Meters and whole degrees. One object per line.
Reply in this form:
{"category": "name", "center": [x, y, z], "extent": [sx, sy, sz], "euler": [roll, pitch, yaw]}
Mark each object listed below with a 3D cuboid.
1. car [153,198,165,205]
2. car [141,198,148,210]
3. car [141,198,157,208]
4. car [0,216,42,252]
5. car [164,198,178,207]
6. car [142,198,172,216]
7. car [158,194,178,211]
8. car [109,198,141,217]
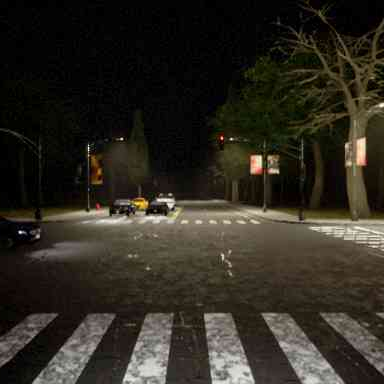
{"category": "car", "center": [-6.480, 1.797, 66.036], "extent": [1.895, 1.301, 4.718], "euler": [0, 0, 0]}
{"category": "car", "center": [-6.569, 1.512, 41.330], "extent": [1.882, 1.535, 5.008], "euler": [0, 0, 0]}
{"category": "car", "center": [-6.569, 1.650, 51.376], "extent": [1.994, 1.385, 4.181], "euler": [0, 0, -1]}
{"category": "car", "center": [-8.440, 1.494, 13.177], "extent": [4.674, 1.442, 1.812], "euler": [0, 0, 0]}
{"category": "car", "center": [-3.313, 1.699, 53.175], "extent": [1.895, 1.301, 4.718], "euler": [0, 0, 0]}
{"category": "car", "center": [-3.317, 1.576, 32.472], "extent": [1.994, 1.385, 4.181], "euler": [0, 0, 1]}
{"category": "car", "center": [-3.320, 1.258, 41.829], "extent": [2.150, 2.045, 5.566], "euler": [0, 0, 0]}
{"category": "car", "center": [-6.576, 1.503, 31.830], "extent": [2.128, 1.511, 4.902], "euler": [0, 0, 0]}
